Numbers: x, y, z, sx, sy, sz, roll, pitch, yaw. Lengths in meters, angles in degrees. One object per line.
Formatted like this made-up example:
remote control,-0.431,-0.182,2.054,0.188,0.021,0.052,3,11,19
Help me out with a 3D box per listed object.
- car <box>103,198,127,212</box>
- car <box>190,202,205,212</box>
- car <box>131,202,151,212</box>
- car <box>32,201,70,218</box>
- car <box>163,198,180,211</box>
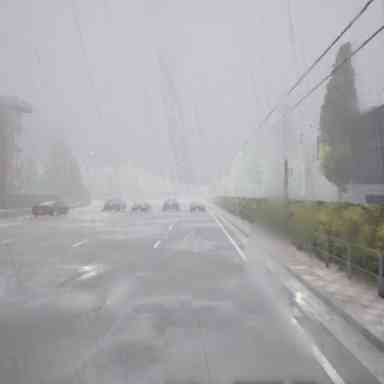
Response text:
car,-9.797,1.576,42.628,2.097,1.767,4.553,0,-1,1
car,0.732,1.927,44.460,1.895,1.301,4.718,0,0,1
car,-6.309,1.850,41.979,1.895,1.301,4.718,0,0,1
car,-13.450,1.596,31.988,1.882,1.535,5.008,0,0,1
car,-2.748,1.655,45.377,2.097,1.767,4.553,0,0,1
